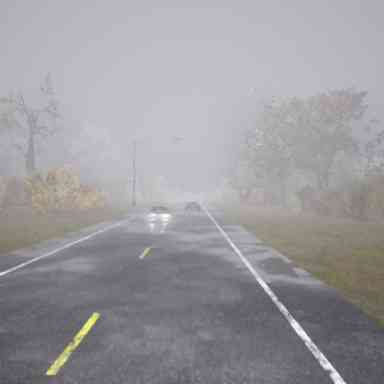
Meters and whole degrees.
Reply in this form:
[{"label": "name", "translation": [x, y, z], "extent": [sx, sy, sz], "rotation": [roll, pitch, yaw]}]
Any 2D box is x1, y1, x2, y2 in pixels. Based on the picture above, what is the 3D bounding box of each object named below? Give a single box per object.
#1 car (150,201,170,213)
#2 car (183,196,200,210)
[{"label": "car", "translation": [-3.611, 1.655, 37.830], "extent": [1.895, 1.301, 4.718], "rotation": [0, 0, 0]}, {"label": "car", "translation": [0.099, 1.585, 43.754], "extent": [1.812, 1.442, 4.674], "rotation": [0, 0, 0]}]
